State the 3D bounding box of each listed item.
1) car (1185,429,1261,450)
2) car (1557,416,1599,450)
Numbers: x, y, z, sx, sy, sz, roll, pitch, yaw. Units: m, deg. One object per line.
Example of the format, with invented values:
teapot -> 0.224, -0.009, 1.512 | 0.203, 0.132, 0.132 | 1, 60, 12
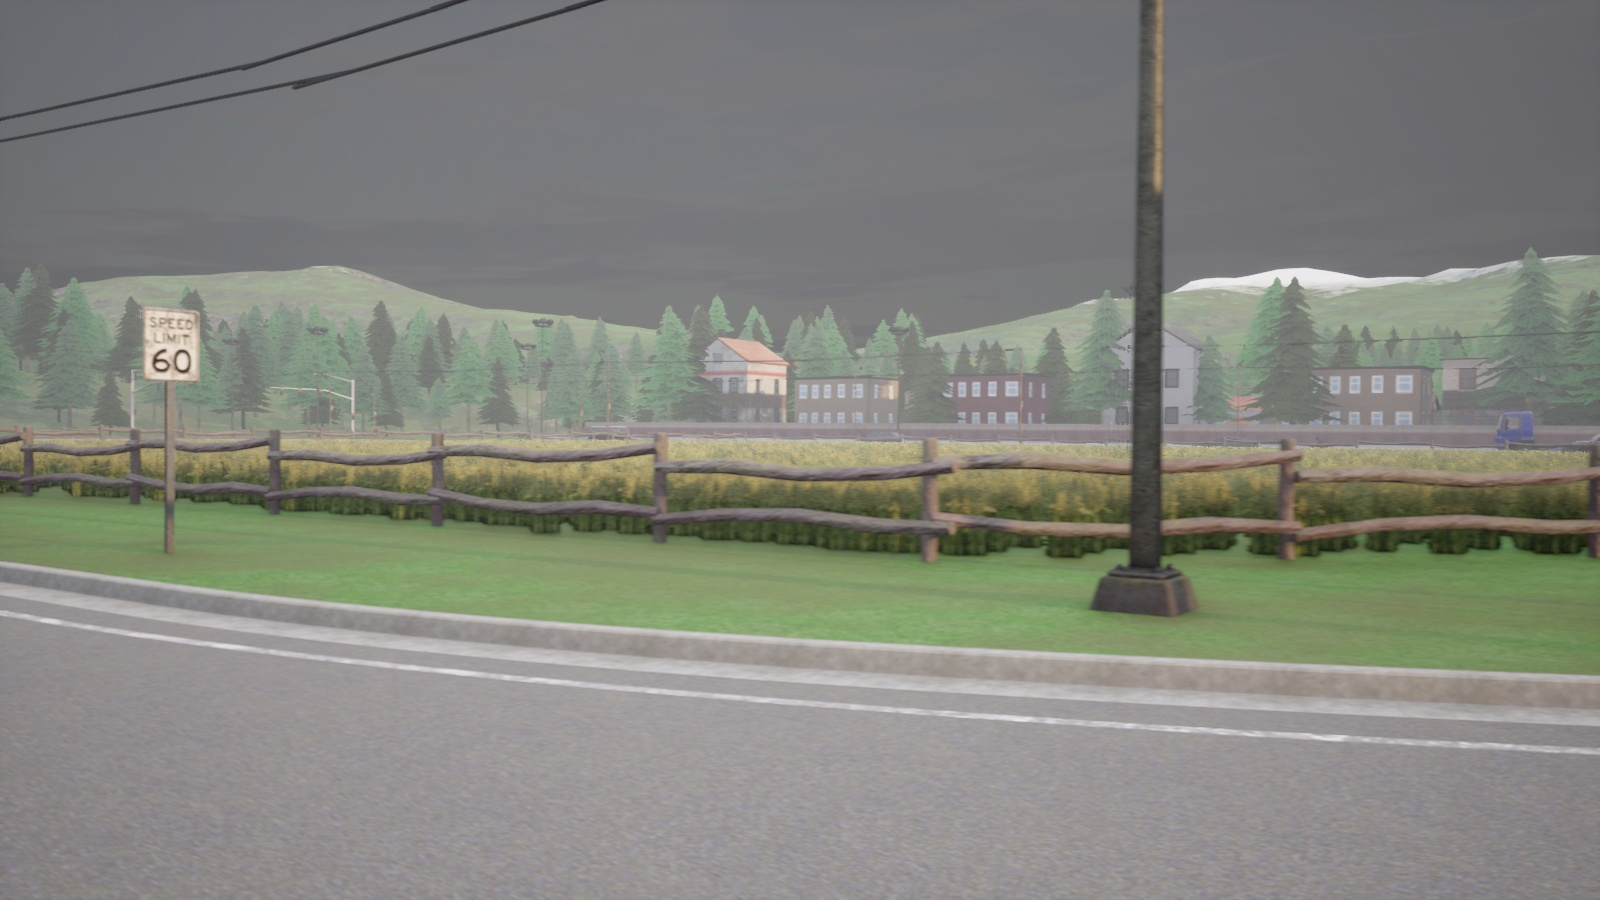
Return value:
car -> 30.577, -0.781, 90.776 | 4.892, 1.490, 1.837 | 0, 1, 34
car -> 48.966, -1.025, 75.559 | 5.566, 2.045, 2.150 | 0, 1, 19
